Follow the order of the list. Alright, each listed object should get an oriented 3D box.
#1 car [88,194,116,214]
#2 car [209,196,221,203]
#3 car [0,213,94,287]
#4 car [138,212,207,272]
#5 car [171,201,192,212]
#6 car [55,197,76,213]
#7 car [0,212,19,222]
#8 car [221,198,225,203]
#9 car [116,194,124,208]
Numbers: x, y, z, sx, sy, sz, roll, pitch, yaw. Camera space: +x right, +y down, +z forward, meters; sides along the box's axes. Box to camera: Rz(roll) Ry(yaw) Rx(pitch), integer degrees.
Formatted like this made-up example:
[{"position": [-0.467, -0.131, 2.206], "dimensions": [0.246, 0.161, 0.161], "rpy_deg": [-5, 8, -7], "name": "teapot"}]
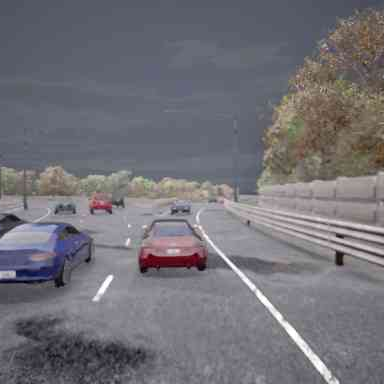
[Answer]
[{"position": [-10.101, 1.274, 36.502], "dimensions": [2.150, 2.045, 5.566], "rpy_deg": [0, 0, -20], "name": "car"}, {"position": [4.945, 1.770, 75.585], "dimensions": [1.837, 1.490, 4.892], "rpy_deg": [0, -2, 11], "name": "car"}, {"position": [-4.011, 1.545, 9.182], "dimensions": [1.812, 1.442, 4.674], "rpy_deg": [0, 0, -5], "name": "car"}, {"position": [-0.705, 1.571, 10.969], "dimensions": [1.994, 1.385, 4.181], "rpy_deg": [0, 0, -6], "name": "car"}, {"position": [-1.030, 1.619, 34.640], "dimensions": [1.895, 1.301, 4.718], "rpy_deg": [0, 0, 3], "name": "car"}, {"position": [-14.159, 1.421, 37.299], "dimensions": [2.097, 1.767, 4.553], "rpy_deg": [0, 0, -20], "name": "car"}, {"position": [-8.050, 1.562, 13.683], "dimensions": [1.812, 1.442, 4.674], "rpy_deg": [0, 0, -8], "name": "car"}, {"position": [6.980, 2.058, 86.222], "dimensions": [2.097, 1.767, 4.553], "rpy_deg": [0, -3, 12], "name": "car"}, {"position": [-11.445, 1.285, 48.706], "dimensions": [2.150, 2.045, 5.566], "rpy_deg": [0, 0, -25], "name": "car"}]
